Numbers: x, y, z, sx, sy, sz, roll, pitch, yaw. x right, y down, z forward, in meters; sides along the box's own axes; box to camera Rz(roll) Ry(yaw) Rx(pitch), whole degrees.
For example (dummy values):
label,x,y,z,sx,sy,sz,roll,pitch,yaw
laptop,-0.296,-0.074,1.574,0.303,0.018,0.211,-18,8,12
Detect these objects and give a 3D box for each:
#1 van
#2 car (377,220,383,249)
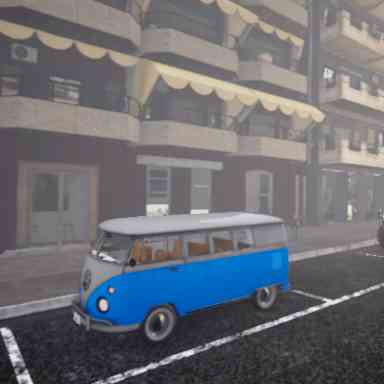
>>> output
label,x,y,z,sx,sy,sz,roll,pitch,yaw
van,0.031,1.318,6.093,3.998,1.788,1.690,0,2,-35
car,9.036,1.220,12.515,5.009,1.841,2.192,0,2,-35
